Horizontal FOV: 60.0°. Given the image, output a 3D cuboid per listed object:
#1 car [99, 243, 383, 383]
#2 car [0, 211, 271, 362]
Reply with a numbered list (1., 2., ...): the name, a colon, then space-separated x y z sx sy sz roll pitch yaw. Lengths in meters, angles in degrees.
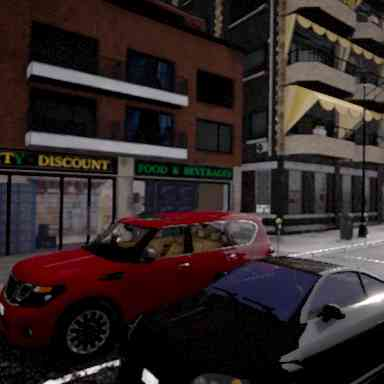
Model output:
1. car: 1.234 1.584 4.255 4.181 1.385 1.994 0 0 -35
2. car: -0.600 1.332 6.111 5.009 1.841 2.192 0 1 -35
